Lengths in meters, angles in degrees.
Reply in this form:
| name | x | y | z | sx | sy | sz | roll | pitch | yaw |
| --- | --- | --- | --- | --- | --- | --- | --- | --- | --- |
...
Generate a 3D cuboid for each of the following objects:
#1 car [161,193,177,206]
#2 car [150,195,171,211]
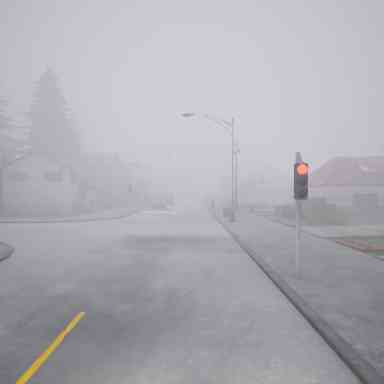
| name | x | y | z | sx | sy | sz | roll | pitch | yaw |
| --- | --- | --- | --- | --- | --- | --- | --- | --- | --- |
| car | -4.035 | 1.223 | 53.446 | 2.150 | 2.045 | 5.566 | 0 | 0 | 0 |
| car | -4.054 | 1.505 | 41.770 | 1.837 | 1.490 | 4.892 | 0 | 0 | 0 |
